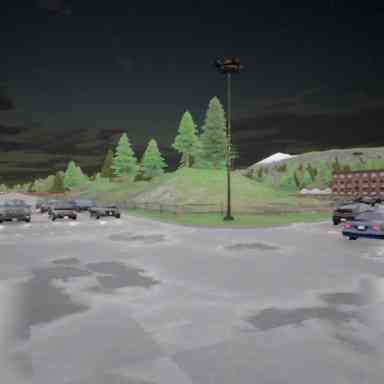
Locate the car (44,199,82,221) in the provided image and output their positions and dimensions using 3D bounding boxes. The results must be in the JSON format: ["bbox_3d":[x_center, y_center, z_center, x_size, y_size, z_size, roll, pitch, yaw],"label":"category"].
[{"bbox_3d":[-10.992,1.599,28.136,2.033,1.411,5.357,0,0,-28],"label":"car"}]

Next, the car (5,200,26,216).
[{"bbox_3d":[-18.246,1.593,34.351,1.812,1.442,4.674,0,0,-28],"label":"car"}]

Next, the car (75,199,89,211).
[{"bbox_3d":[-12.307,1.544,38.130,1.882,1.535,5.008,0,0,-28],"label":"car"}]

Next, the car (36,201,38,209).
[{"bbox_3d":[-20.544,1.650,46.266,1.994,1.385,4.181,0,0,-26],"label":"car"}]

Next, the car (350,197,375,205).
[{"bbox_3d":[30.906,1.603,60.365,1.994,1.385,4.181,0,0,-10],"label":"car"}]

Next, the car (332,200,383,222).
[{"bbox_3d":[11.340,1.526,22.933,4.892,1.490,1.837,0,0,-45],"label":"car"}]

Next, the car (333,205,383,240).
[{"bbox_3d":[9.082,1.561,15.910,5.357,1.411,2.033,0,0,-42],"label":"car"}]

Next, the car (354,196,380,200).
[{"bbox_3d":[27.573,1.553,53.490,1.837,1.490,4.892,0,0,1],"label":"car"}]

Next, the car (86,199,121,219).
[{"bbox_3d":[-7.685,1.614,29.377,1.994,1.385,4.181,0,0,-28],"label":"car"}]

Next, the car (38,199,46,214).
[{"bbox_3d":[-15.648,1.633,36.954,1.994,1.385,4.181,0,0,-27],"label":"car"}]

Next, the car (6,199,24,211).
[{"bbox_3d":[-22.974,1.649,43.332,1.994,1.385,4.181,0,0,-27],"label":"car"}]

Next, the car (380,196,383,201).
[{"bbox_3d":[30.747,1.545,50.020,1.837,1.490,4.892,0,0,8],"label":"car"}]

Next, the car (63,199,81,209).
[{"bbox_3d":[-17.098,1.685,47.227,1.895,1.301,4.718,0,0,-28],"label":"car"}]

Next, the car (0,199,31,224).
[{"bbox_3d":[-13.671,1.403,25.713,2.097,1.767,4.553,0,0,-28],"label":"car"}]
